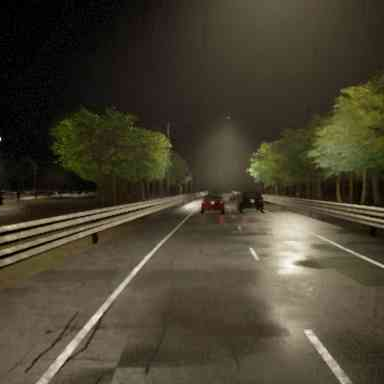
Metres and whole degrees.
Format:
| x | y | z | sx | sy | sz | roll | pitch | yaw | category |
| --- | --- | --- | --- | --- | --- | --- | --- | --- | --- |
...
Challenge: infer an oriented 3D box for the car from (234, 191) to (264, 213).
| x | y | z | sx | sy | sz | roll | pitch | yaw | category |
| --- | --- | --- | --- | --- | --- | --- | --- | --- | --- |
| 5.528 | 0.868 | 31.903 | 2.150 | 2.045 | 5.566 | 0 | 1 | 5 | car |

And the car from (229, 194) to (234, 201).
| x | y | z | sx | sy | sz | roll | pitch | yaw | category |
| --- | --- | --- | --- | --- | --- | --- | --- | --- | --- |
| 7.603 | 0.962 | 58.886 | 1.895 | 1.301 | 4.718 | 0 | 1 | 4 | car |

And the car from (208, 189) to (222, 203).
| x | y | z | sx | sy | sz | roll | pitch | yaw | category |
| --- | --- | --- | --- | --- | --- | --- | --- | --- | --- |
| 3.688 | 0.624 | 53.567 | 2.150 | 2.045 | 5.566 | 0 | 1 | 4 | car |

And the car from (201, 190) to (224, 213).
| x | y | z | sx | sy | sz | roll | pitch | yaw | category |
| --- | --- | --- | --- | --- | --- | --- | --- | --- | --- |
| 1.982 | 0.987 | 31.503 | 2.097 | 1.767 | 4.553 | 0 | 1 | 5 | car |
